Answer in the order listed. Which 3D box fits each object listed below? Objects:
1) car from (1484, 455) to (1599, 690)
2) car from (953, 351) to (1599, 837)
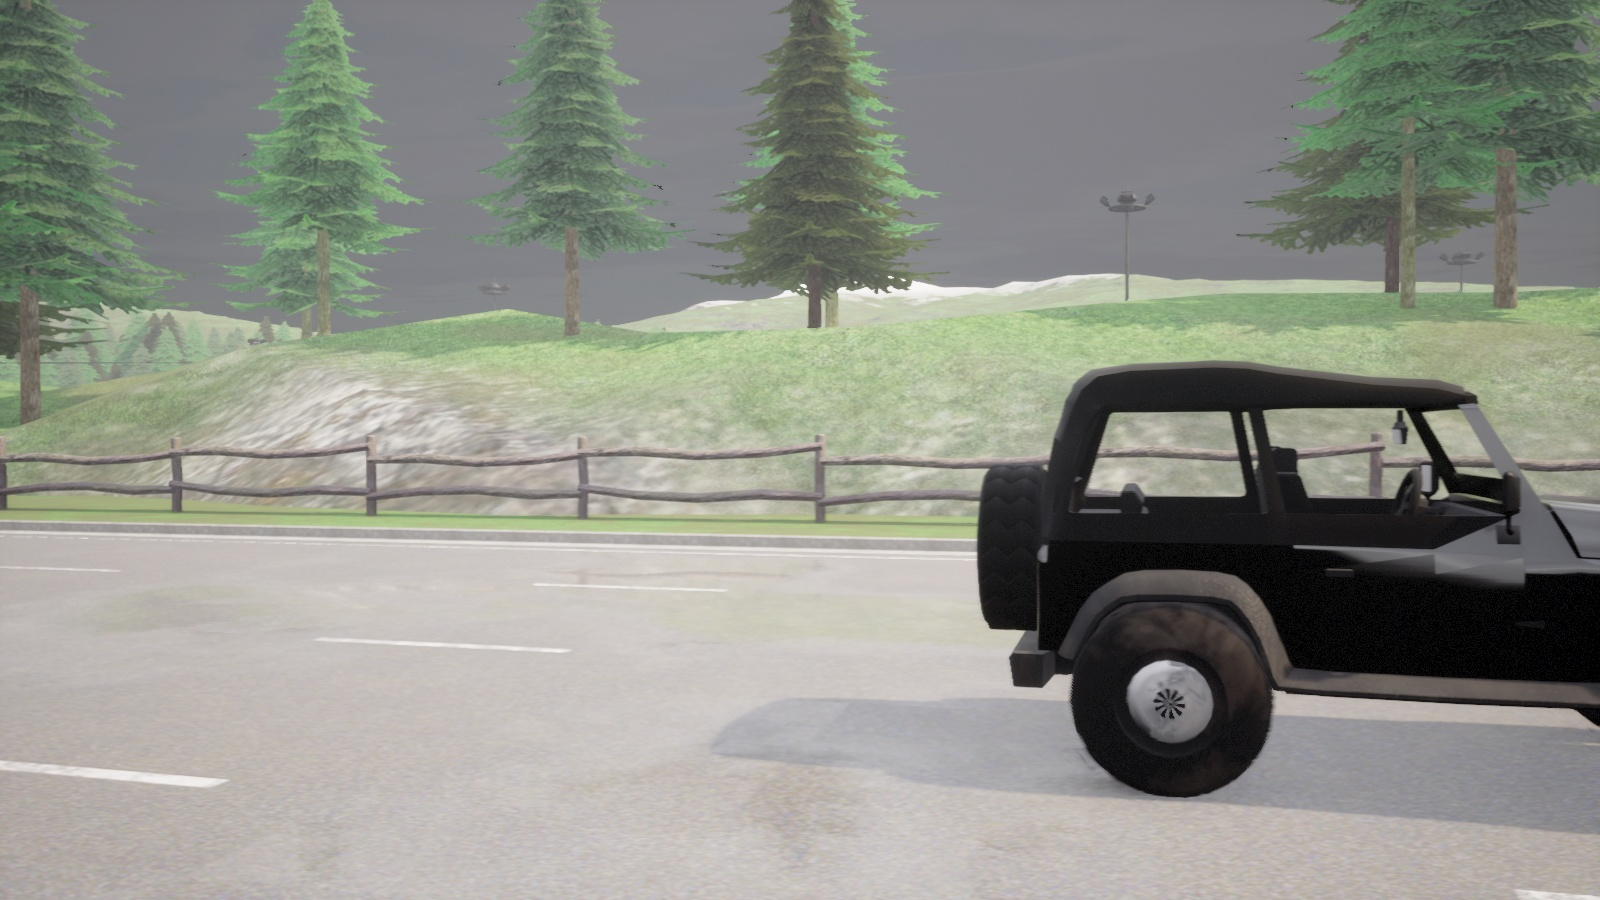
[{"bbox_3d":[7.706,0.777,8.158,5.357,1.411,2.033,0,1,12],"label":"car"},{"bbox_3d":[2.797,0.541,5.915,3.866,1.878,1.905,0,1,16],"label":"car"}]
